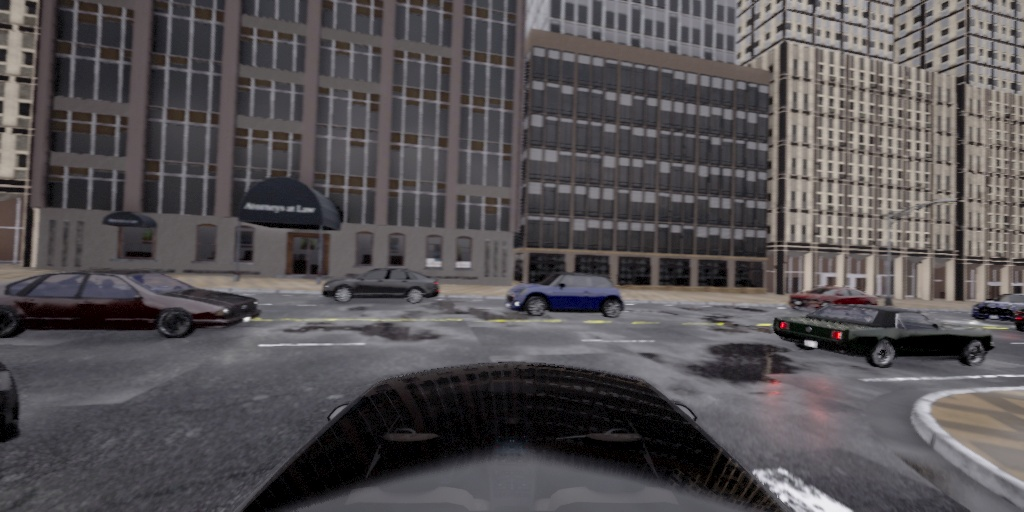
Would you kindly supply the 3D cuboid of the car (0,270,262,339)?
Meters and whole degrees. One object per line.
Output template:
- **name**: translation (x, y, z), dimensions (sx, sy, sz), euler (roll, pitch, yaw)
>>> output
- **car**: translation (-9.121, 1.037, 8.304), dimensions (5.357, 1.411, 2.033), euler (3, -1, -12)

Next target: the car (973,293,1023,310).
- **car**: translation (28.652, 2.885, 20.138), dimensions (4.553, 1.767, 2.097), euler (3, -1, -12)

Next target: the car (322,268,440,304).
- **car**: translation (-5.675, 1.276, 15.930), dimensions (4.892, 1.490, 1.837), euler (3, -1, -12)

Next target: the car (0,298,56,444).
- **car**: translation (-6.590, 1.096, 3.150), dimensions (4.181, 1.385, 1.994), euler (2, -1, 21)

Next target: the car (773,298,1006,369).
- **car**: translation (9.290, 1.918, 9.025), dimensions (4.718, 1.301, 1.895), euler (3, -1, -12)

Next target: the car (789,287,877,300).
- **car**: translation (19.052, 2.576, 21.361), dimensions (5.008, 1.535, 1.882), euler (3, -1, -12)

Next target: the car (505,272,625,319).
- **car**: translation (2.062, 1.437, 14.312), dimensions (4.553, 1.767, 2.097), euler (3, -2, -12)

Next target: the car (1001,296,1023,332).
- **car**: translation (24.523, 2.747, 15.699), dimensions (4.674, 1.442, 1.812), euler (3, -2, -12)
